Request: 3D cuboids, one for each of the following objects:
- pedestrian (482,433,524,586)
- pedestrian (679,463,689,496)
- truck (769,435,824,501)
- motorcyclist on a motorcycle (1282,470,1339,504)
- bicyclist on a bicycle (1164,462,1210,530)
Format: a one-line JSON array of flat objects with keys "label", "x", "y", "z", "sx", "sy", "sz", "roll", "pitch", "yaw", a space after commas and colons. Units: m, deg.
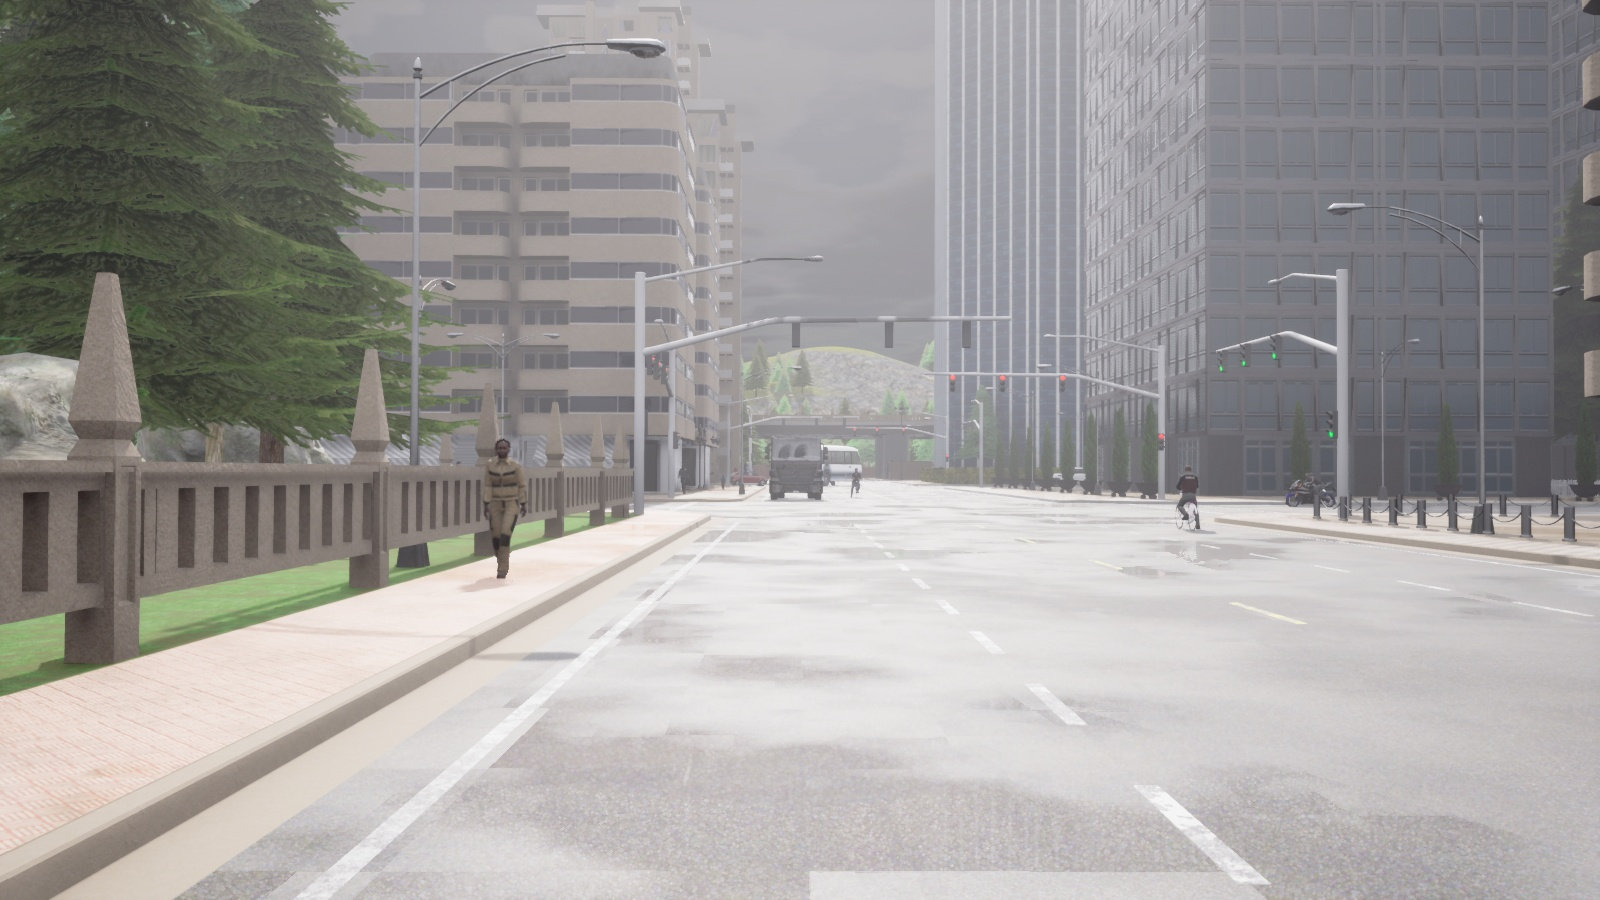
[{"label": "pedestrian", "x": -3.841, "y": 0.761, "z": 16.250, "sx": 0.396, "sy": 1.930, "sz": 0.692, "roll": 0, "pitch": -1, "yaw": -2}, {"label": "pedestrian", "x": -6.861, "y": 1.743, "z": 74.153, "sx": 0.423, "sy": 1.949, "sz": 0.788, "roll": 0, "pitch": -1, "yaw": 5}, {"label": "truck", "x": -0.204, "y": 1.010, "z": 70.268, "sx": 2.891, "sy": 3.462, "sz": 7.936, "roll": 0, "pitch": -1, "yaw": 0}, {"label": "motorcyclist on a motorcycle", "x": 22.751, "y": 1.641, "z": 55.963, "sx": 2.191, "sy": 1.530, "sz": 0.866, "roll": 0, "pitch": -1, "yaw": 0}, {"label": "bicyclist on a bicycle", "x": 10.403, "y": 1.210, "z": 33.844, "sx": 0.659, "sy": 1.776, "sz": 1.843, "roll": 0, "pitch": -1, "yaw": 0}]
